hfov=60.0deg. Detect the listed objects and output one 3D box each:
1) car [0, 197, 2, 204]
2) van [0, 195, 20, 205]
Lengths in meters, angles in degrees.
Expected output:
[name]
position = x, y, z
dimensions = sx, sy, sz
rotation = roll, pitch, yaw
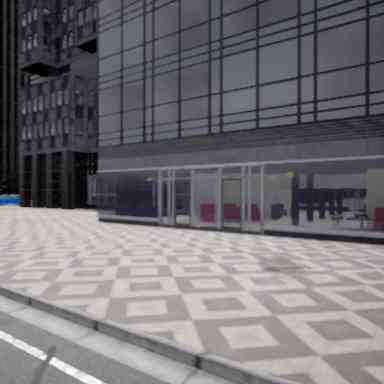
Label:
[car]
position = -37.616, 1.565, 61.306
dimensions = 1.802, 1.307, 4.206
rotation = 0, 0, 35
[van]
position = -30.672, 1.346, 56.360
dimensions = 1.690, 1.788, 3.998
rotation = 0, 0, 35
